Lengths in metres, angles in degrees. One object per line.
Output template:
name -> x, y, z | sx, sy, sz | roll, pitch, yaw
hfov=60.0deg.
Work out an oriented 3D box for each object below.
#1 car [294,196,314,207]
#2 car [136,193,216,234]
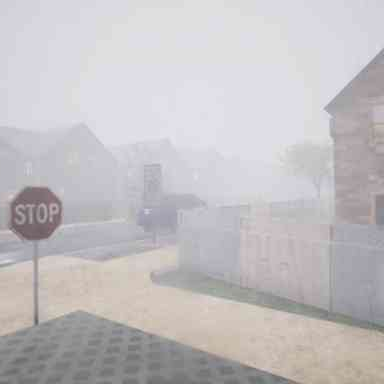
car -> 12.337, 1.193, 36.199 | 1.882, 1.535, 5.008 | -2, -1, 36
car -> -0.627, 1.094, 18.497 | 2.150, 2.045, 5.566 | -2, -1, 36
